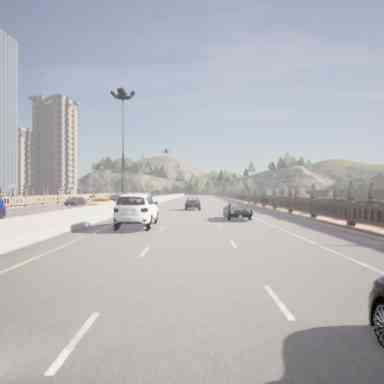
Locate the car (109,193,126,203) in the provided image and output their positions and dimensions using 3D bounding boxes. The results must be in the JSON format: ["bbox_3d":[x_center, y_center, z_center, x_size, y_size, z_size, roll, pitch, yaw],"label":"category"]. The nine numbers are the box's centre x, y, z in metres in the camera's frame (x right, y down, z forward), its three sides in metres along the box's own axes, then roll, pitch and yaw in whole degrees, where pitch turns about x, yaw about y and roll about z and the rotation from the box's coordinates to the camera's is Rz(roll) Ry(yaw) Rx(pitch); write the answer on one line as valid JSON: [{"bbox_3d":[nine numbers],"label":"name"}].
[{"bbox_3d":[-13.991,1.156,62.345,2.097,1.767,4.553,0,0,1],"label":"car"}]

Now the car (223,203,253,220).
[{"bbox_3d":[3.593,1.517,26.837,1.895,1.301,4.718,0,0,0],"label":"car"}]

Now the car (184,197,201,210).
[{"bbox_3d":[0.089,1.364,40.699,2.128,1.511,4.902,0,0,0],"label":"car"}]

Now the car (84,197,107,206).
[{"bbox_3d":[-10.598,1.355,38.747,1.882,1.535,5.008,0,0,0],"label":"car"}]

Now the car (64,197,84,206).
[{"bbox_3d":[-17.582,1.388,50.360,2.033,1.411,5.357,0,0,0],"label":"car"}]

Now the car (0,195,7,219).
[{"bbox_3d":[-14.104,1.154,21.124,2.150,2.045,5.566,0,0,0],"label":"car"}]

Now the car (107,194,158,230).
[{"bbox_3d":[-3.406,1.156,20.801,2.150,2.045,5.566,0,0,0],"label":"car"}]

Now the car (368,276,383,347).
[{"bbox_3d":[3.599,1.482,3.143,2.128,1.511,4.902,0,0,0],"label":"car"}]

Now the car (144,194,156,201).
[{"bbox_3d":[-10.052,1.257,79.882,2.128,1.511,4.902,0,0,2],"label":"car"}]
